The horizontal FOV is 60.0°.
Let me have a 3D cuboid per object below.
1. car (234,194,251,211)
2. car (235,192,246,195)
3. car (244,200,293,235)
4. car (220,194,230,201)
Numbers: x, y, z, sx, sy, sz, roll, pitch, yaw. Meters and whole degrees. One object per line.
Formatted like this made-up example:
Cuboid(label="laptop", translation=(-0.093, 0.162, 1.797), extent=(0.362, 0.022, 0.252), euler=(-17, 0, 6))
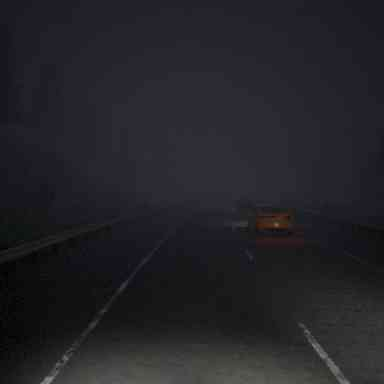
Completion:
Cuboid(label="car", translation=(6.095, 1.378, 38.510), extent=(1.882, 1.535, 5.008), euler=(0, 0, 7))
Cuboid(label="car", translation=(12.758, 0.970, 90.445), extent=(2.097, 1.767, 4.553), euler=(0, 0, 16))
Cuboid(label="car", translation=(4.282, 1.430, 18.715), extent=(1.882, 1.535, 5.008), euler=(0, 0, 3))
Cuboid(label="car", translation=(7.466, 1.283, 74.501), extent=(1.882, 1.535, 5.008), euler=(0, 0, 13))
